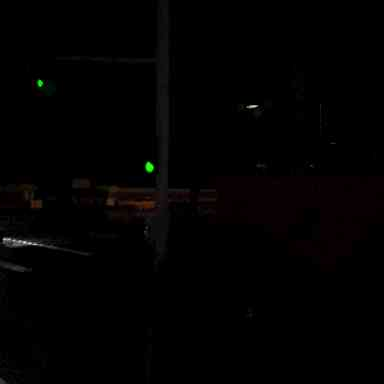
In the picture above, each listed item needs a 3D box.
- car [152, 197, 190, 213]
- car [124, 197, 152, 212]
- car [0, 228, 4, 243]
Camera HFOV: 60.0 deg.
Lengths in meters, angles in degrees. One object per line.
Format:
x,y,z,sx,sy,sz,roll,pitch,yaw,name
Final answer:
-1.367,1.300,34.331,2.128,1.511,4.902,1,0,36,car
-4.968,1.255,35.322,1.882,1.535,5.008,1,0,36,car
-8.988,1.438,11.632,1.994,1.385,4.181,1,0,36,car
